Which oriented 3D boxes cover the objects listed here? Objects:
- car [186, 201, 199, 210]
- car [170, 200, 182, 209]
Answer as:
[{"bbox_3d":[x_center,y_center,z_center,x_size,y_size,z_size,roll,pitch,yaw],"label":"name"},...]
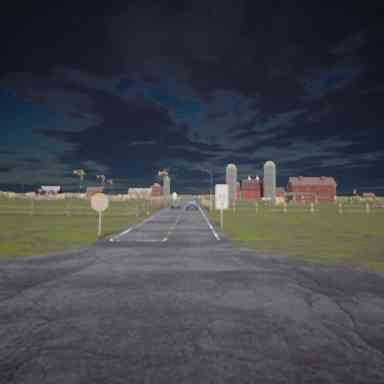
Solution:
[{"bbox_3d":[0.011,2.109,52.096,1.812,1.442,4.674,0,-1,0],"label":"car"},{"bbox_3d":[-2.740,2.147,57.132,1.837,1.490,4.892,0,-1,0],"label":"car"}]
